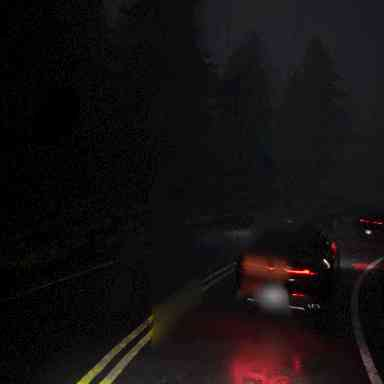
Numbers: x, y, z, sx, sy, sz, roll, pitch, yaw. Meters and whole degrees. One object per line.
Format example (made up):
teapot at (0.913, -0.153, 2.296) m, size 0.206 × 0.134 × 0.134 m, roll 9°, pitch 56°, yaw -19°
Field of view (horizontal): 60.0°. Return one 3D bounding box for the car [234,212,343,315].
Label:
car at (2.426, 1.502, 7.848) m, size 1.837 × 1.490 × 4.892 m, roll 2°, pitch 1°, yaw 25°

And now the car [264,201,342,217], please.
car at (5.599, 1.218, 16.686) m, size 4.892 × 1.490 × 1.837 m, roll 0°, pitch 4°, yaw -36°

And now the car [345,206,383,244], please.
car at (9.476, 1.408, 15.342) m, size 4.892 × 1.490 × 1.837 m, roll -1°, pitch 5°, yaw -33°
